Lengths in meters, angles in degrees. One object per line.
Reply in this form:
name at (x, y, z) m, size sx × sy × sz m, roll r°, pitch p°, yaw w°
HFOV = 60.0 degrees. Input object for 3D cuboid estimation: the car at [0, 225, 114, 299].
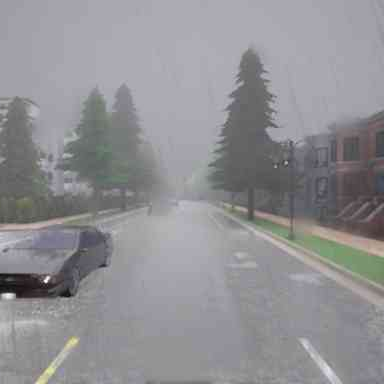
car at (-3.505, 1.625, 9.012) m, size 2.033 × 1.411 × 5.357 m, roll 0°, pitch 0°, yaw 0°

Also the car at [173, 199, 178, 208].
car at (-3.521, 1.983, 59.401) m, size 1.812 × 1.442 × 4.674 m, roll 0°, pitch 0°, yaw 0°

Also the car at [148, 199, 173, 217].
car at (-3.512, 1.783, 35.101) m, size 2.128 × 1.511 × 4.902 m, roll 0°, pitch 0°, yaw 0°
